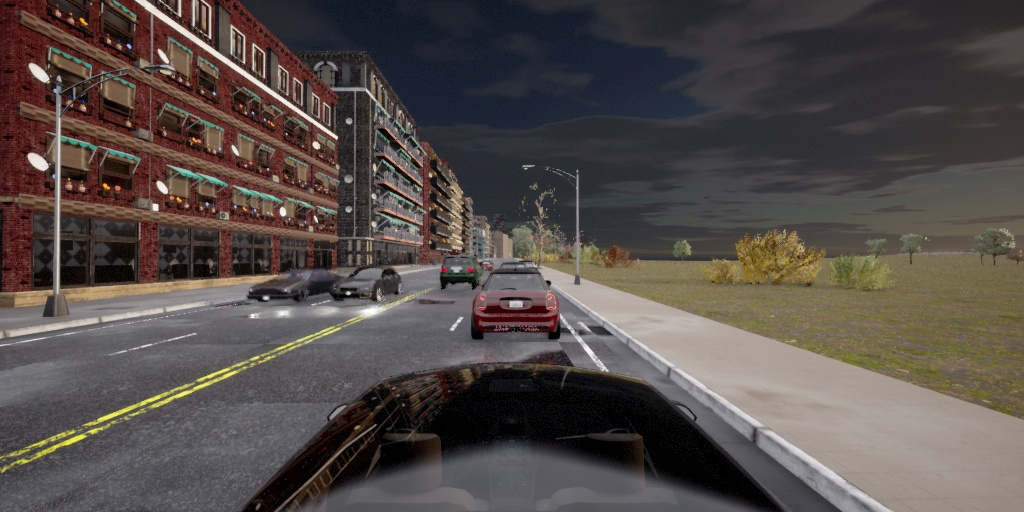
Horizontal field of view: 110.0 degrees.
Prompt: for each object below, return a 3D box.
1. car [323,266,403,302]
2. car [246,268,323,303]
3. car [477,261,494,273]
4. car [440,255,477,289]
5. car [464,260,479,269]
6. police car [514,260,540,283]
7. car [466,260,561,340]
[{"bbox_3d":[-6.617,1.257,16.929,1.837,1.490,4.892,0,0,0],"label":"car"},{"bbox_3d":[-9.866,1.300,17.044,2.033,1.411,5.357,0,0,0],"label":"car"},{"bbox_3d":[-3.197,1.280,44.153,1.812,1.442,4.674,0,-1,0],"label":"car"},{"bbox_3d":[-3.172,0.972,23.151,2.150,2.045,5.566,0,0,0],"label":"car"},{"bbox_3d":[-6.640,1.353,59.167,1.895,1.301,4.718,0,0,0],"label":"car"},{"bbox_3d":[1.109,1.179,29.446,1.930,1.638,5.238,0,0,0],"label":"police car"},{"bbox_3d":[0.083,1.103,10.179,2.097,1.767,4.553,0,0,0],"label":"car"}]
